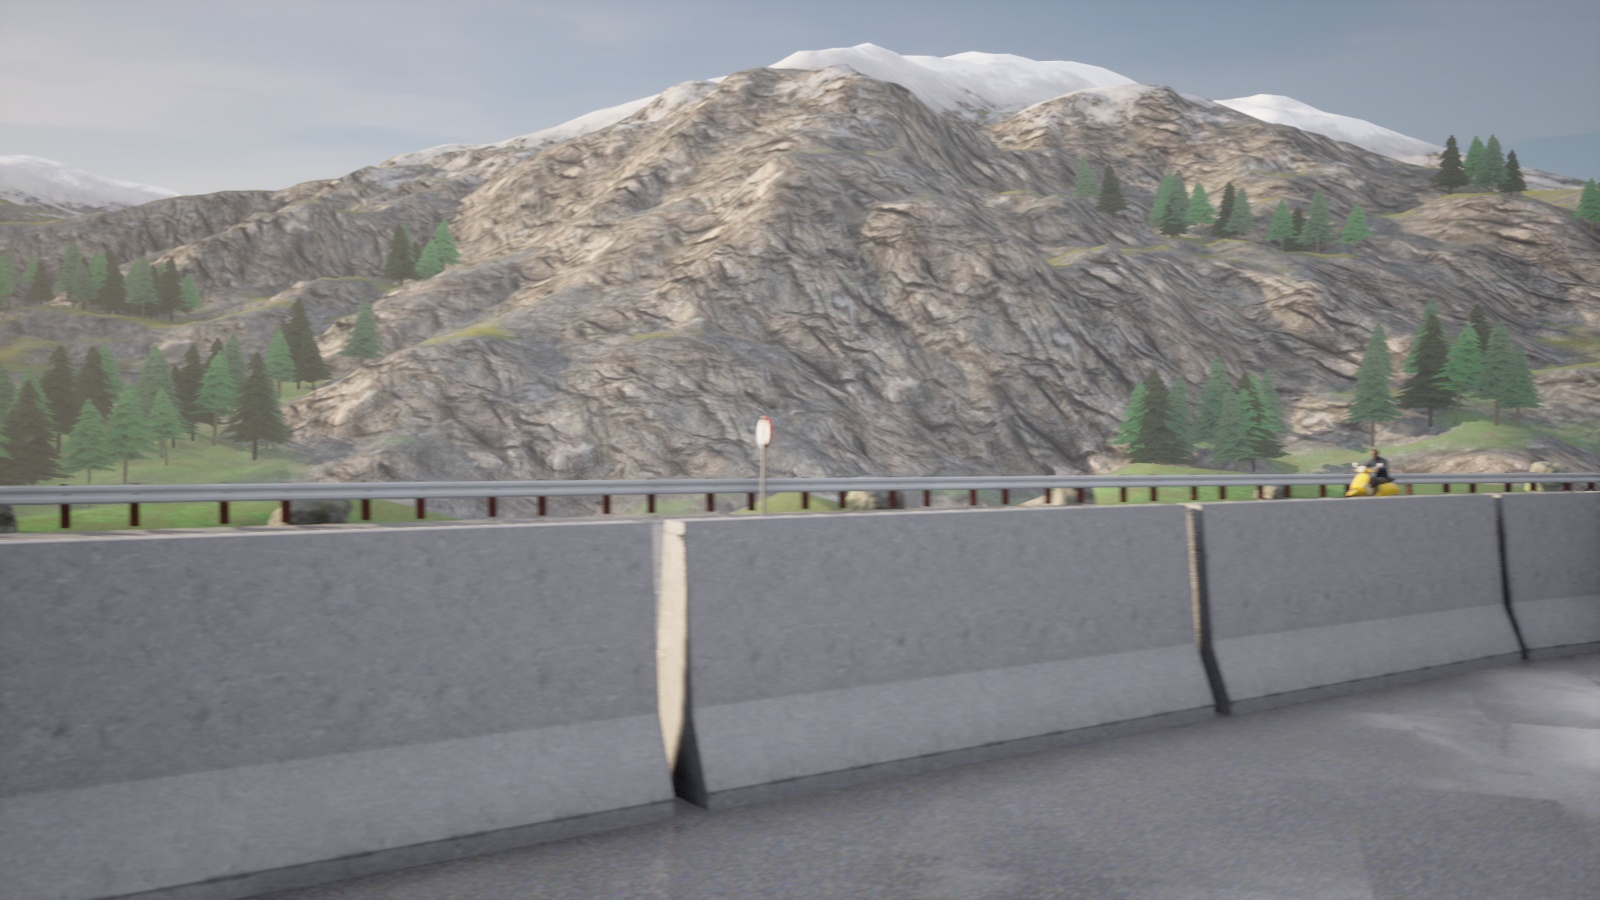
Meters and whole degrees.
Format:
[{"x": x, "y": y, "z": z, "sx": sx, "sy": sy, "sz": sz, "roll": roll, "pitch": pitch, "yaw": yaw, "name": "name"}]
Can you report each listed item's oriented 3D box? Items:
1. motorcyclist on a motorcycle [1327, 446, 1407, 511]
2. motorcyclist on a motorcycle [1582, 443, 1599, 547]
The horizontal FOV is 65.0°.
[{"x": 14.394, "y": 0.703, "z": 31.878, "sx": 1.817, "sy": 1.590, "sz": 0.866, "roll": 0, "pitch": 1, "yaw": -25, "name": "motorcyclist on a motorcycle"}, {"x": 13.194, "y": 0.698, "z": 19.587, "sx": 1.817, "sy": 1.590, "sz": 0.866, "roll": 0, "pitch": 1, "yaw": -27, "name": "motorcyclist on a motorcycle"}]
